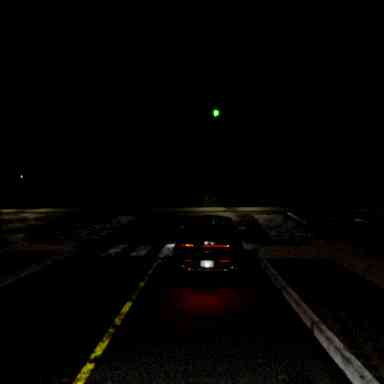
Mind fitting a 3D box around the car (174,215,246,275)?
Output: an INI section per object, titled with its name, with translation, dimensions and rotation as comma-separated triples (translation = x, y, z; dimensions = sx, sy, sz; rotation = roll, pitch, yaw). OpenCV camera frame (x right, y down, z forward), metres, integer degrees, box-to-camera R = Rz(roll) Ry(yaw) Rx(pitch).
[car]
translation = 0.613, 1.488, 10.442
dimensions = 1.837, 1.490, 4.892
rotation = 0, 0, 6
